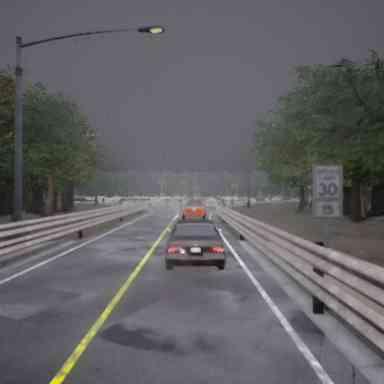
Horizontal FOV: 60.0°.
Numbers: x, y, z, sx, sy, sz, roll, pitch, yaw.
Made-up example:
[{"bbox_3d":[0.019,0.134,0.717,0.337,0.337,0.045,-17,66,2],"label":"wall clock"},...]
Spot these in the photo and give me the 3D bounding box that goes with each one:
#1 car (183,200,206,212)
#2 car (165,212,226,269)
[{"bbox_3d":[0.270,1.583,31.261,2.097,1.767,4.553,0,0,2],"label":"car"},{"bbox_3d":[0.098,1.633,11.485,2.033,1.411,5.357,0,0,0],"label":"car"}]
